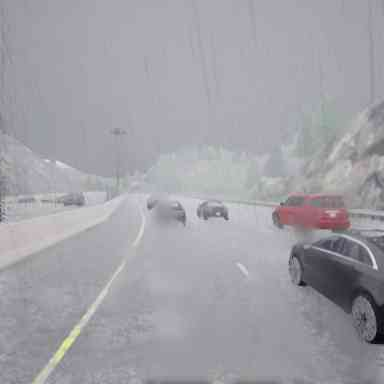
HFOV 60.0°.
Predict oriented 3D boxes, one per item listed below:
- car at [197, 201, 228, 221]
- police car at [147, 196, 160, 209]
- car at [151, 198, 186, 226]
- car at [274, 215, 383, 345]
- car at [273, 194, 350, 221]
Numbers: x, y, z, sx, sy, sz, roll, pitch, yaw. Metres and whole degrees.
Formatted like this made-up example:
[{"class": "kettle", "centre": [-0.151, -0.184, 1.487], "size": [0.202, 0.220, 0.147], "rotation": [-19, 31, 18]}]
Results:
[{"class": "car", "centre": [1.555, 1.396, 26.082], "size": [1.812, 1.442, 4.674], "rotation": [0, 0, -8]}, {"class": "police car", "centre": [-4.593, 1.312, 41.742], "size": [2.038, 1.542, 4.974], "rotation": [0, 0, -10]}, {"class": "car", "centre": [-1.501, 1.385, 22.580], "size": [2.128, 1.511, 4.902], "rotation": [0, 0, -7]}, {"class": "car", "centre": [3.367, 1.454, 6.308], "size": [2.128, 1.511, 4.902], "rotation": [0, 0, -2]}, {"class": "car", "centre": [6.124, 1.123, 17.707], "size": [2.150, 2.045, 5.566], "rotation": [0, 0, -5]}]
